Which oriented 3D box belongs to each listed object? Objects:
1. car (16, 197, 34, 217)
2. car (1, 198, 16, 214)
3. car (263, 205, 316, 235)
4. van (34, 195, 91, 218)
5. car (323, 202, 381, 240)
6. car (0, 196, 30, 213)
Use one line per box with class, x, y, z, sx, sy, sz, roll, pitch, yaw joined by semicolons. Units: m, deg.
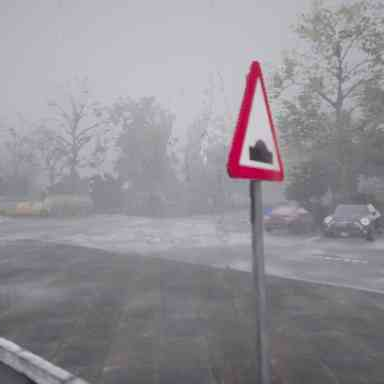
car;-13.670;1.550;32.293;1.946;1.575;5.366;-1;-1;35
car;-15.849;1.594;33.820;1.946;1.575;5.366;-1;-1;35
car;5.523;1.470;18.580;2.002;1.452;4.674;0;0;35
van;-11.558;1.287;30.444;1.878;1.987;4.442;-1;-1;35
car;8.146;1.312;16.797;2.185;1.767;4.553;0;0;35
car;-20.657;1.462;36.928;2.435;2.045;5.566;-2;-1;35
